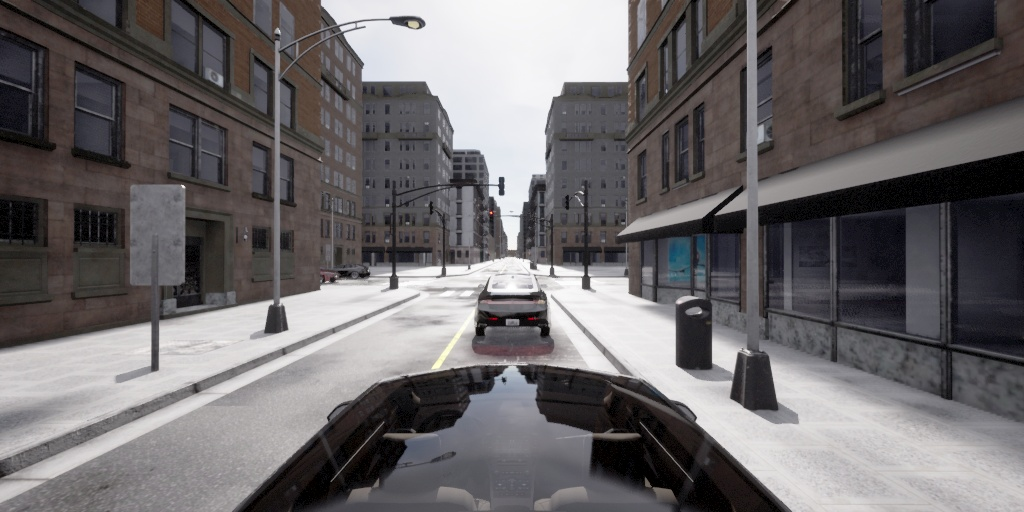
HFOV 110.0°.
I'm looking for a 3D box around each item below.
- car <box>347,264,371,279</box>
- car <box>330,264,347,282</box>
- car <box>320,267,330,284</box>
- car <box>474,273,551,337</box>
[{"bbox_3d":[-14.686,1.329,31.513,4.313,1.339,1.948,0,0,0],"label":"car"},{"bbox_3d":[-14.742,1.299,26.031,4.181,1.385,1.994,0,0,0],"label":"car"},{"bbox_3d":[-14.713,1.289,23.487,4.313,1.339,1.948,0,0,0],"label":"car"},{"bbox_3d":[0.022,1.241,10.302,2.128,1.511,4.902,0,0,0],"label":"car"}]
